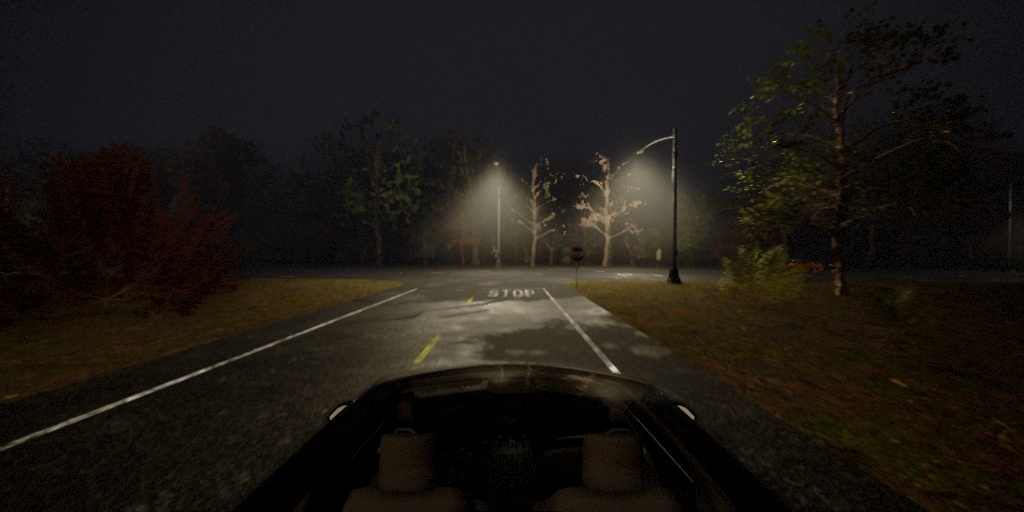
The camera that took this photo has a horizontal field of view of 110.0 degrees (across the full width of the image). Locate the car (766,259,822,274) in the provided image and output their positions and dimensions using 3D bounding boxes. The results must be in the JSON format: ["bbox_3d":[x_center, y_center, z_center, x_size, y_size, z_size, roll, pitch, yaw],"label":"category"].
[{"bbox_3d":[28.608,1.073,36.564,5.008,1.535,1.882,-1,1,0],"label":"car"}]
